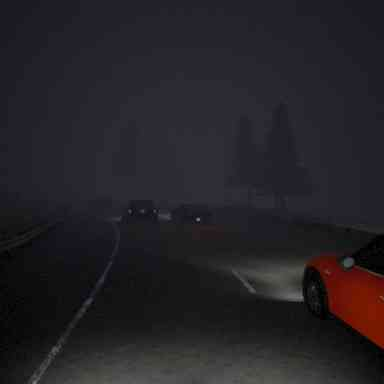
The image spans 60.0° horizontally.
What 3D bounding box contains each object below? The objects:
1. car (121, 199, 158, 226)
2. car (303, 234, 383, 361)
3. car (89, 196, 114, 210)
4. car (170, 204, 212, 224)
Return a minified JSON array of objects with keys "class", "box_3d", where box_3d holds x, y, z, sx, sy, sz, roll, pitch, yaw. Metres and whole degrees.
[{"class":"car","box_3d":[-3.717,1.254,23.044,2.097,1.767,4.553,0,0,-16]},{"class":"car","box_3d":[3.247,1.323,4.492,2.097,1.767,4.553,0,0,-4]},{"class":"car","box_3d":[-10.834,1.198,39.560,2.097,1.767,4.553,0,0,-29]},{"class":"car","box_3d":[-0.212,1.492,23.845,1.895,1.301,4.718,0,0,-16]}]
